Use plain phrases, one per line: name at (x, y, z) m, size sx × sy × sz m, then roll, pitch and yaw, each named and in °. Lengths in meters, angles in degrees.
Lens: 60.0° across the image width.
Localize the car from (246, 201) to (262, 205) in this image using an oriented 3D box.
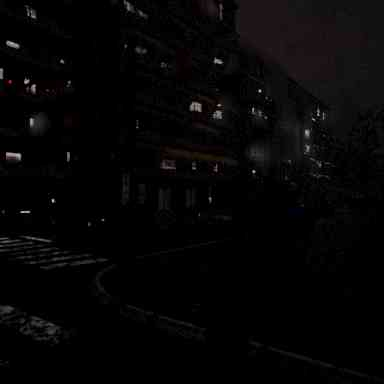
car at (5.041, 1.798, 33.787) m, size 1.994 × 1.385 × 4.181 m, roll 1°, pitch 0°, yaw 37°

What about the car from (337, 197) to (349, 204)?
car at (37.049, 2.089, 81.566) m, size 1.967 × 1.590 × 4.097 m, roll 1°, pitch 0°, yaw 36°

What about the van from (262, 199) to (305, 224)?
van at (7.665, 1.645, 27.599) m, size 1.690 × 1.788 × 3.998 m, roll 1°, pitch 0°, yaw 36°

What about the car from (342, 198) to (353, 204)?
car at (40.231, 2.216, 85.882) m, size 1.752 × 1.417 × 4.829 m, roll 1°, pitch 0°, yaw 36°

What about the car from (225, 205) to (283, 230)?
car at (4.378, 1.824, 23.145) m, size 1.947 × 1.339 × 4.313 m, roll 1°, pitch 0°, yaw 36°

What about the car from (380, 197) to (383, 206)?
car at (37.219, 2.250, 67.679) m, size 1.887 × 1.381 × 4.507 m, roll 1°, pitch 0°, yaw 36°

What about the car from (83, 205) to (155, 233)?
car at (-4.422, 1.593, 20.944) m, size 2.128 × 1.511 × 4.902 m, roll 1°, pitch 0°, yaw 36°

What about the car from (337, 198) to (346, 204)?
car at (33.764, 2.172, 77.112) m, size 1.947 × 1.339 × 4.313 m, roll 1°, pitch 0°, yaw 36°

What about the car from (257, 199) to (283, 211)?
car at (10.777, 1.739, 45.939) m, size 1.967 × 1.590 × 4.097 m, roll 1°, pitch 0°, yaw 36°

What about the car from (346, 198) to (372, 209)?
car at (27.370, 1.889, 54.320) m, size 2.192 × 1.841 × 5.009 m, roll 1°, pitch 0°, yaw 36°

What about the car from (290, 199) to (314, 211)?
car at (16.156, 1.881, 48.698) m, size 1.882 × 1.535 × 5.008 m, roll 1°, pitch 0°, yaw 36°

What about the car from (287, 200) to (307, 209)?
car at (17.343, 1.970, 54.846) m, size 1.802 × 1.307 × 4.206 m, roll 1°, pitch 0°, yaw 36°

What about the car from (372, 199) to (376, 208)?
car at (30.650, 2.200, 58.772) m, size 1.802 × 1.307 × 4.206 m, roll 1°, pitch 0°, yaw 36°

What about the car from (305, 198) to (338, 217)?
car at (14.232, 1.835, 36.506) m, size 1.967 × 1.590 × 4.097 m, roll 1°, pitch 0°, yaw 36°

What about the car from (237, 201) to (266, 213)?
car at (7.491, 1.835, 41.486) m, size 1.802 × 1.307 × 4.206 m, roll 1°, pitch 0°, yaw 36°

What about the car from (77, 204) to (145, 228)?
car at (-5.645, 1.622, 23.672) m, size 2.008 × 1.369 × 4.403 m, roll 1°, pitch 0°, yaw 36°

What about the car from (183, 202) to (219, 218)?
car at (0.924, 1.707, 32.579) m, size 1.887 × 1.381 × 4.507 m, roll 1°, pitch 0°, yaw 36°

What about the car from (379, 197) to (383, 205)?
car at (47.075, 2.149, 81.040) m, size 2.192 × 1.841 × 5.009 m, roll 1°, pitch 0°, yaw 36°

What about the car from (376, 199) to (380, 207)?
car at (33.936, 2.102, 63.226) m, size 1.967 × 1.590 × 4.097 m, roll 1°, pitch 0°, yaw 36°
